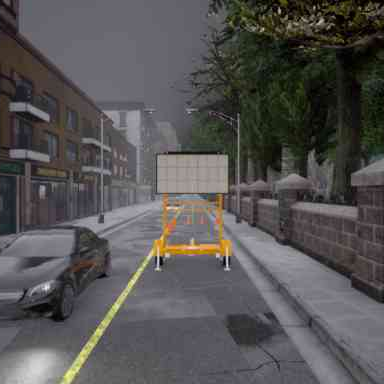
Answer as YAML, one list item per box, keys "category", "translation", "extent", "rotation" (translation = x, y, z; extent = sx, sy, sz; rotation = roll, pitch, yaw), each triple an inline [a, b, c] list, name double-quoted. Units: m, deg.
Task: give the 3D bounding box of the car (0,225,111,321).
- category: "car"
  translation: [-3.085, 1.529, 7.405]
  extent: [1.812, 1.442, 4.674]
  rotation: [0, 0, 0]

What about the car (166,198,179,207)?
- category: "car"
  translation: [-2.992, 1.625, 50.742]
  extent: [1.994, 1.385, 4.181]
  rotation: [0, 0, 0]

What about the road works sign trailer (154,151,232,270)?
- category: "road works sign trailer"
  translation: [0.022, 0.471, 10.984]
  extent: [2.380, 3.560, 2.880]
  rotation: [0, 0, 0]
